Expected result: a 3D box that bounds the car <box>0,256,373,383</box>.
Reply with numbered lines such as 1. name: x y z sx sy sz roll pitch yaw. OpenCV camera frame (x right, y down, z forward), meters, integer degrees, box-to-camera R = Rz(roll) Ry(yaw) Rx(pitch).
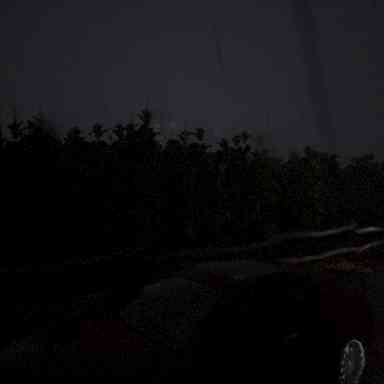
1. car: 0.203 1.527 3.652 4.674 1.442 1.812 0 0 -36
